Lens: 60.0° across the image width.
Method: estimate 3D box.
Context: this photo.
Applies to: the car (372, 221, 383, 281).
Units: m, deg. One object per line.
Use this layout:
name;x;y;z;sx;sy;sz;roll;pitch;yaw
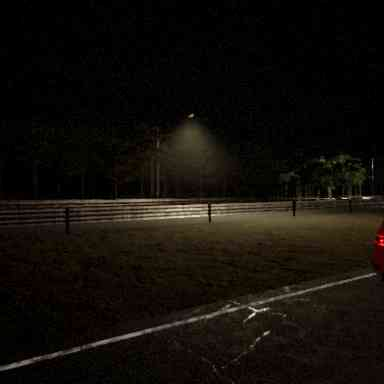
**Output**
car;6.588;1.210;7.866;5.566;2.045;2.150;0;0;-33
